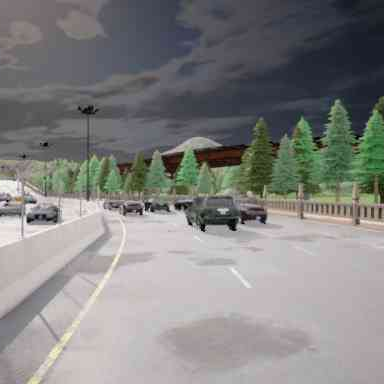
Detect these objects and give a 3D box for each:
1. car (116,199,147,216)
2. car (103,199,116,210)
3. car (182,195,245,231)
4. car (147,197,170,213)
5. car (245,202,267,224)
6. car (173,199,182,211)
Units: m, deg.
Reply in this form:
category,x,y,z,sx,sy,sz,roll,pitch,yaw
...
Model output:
category,x,y,z,sx,sy,sz,roll,pitch,yaw
car,-6.120,1.505,33.064,1.837,1.490,4.892,0,0,-19
car,-10.056,1.547,42.737,2.033,1.411,5.357,0,0,-27
car,1.114,1.222,20.699,2.150,2.045,5.566,0,0,-12
car,-4.087,1.352,37.553,2.097,1.767,4.553,0,0,-22
car,3.814,1.501,24.323,1.837,1.490,4.892,0,-1,-13
car,-0.677,1.478,38.448,1.882,1.535,5.008,0,0,-21
